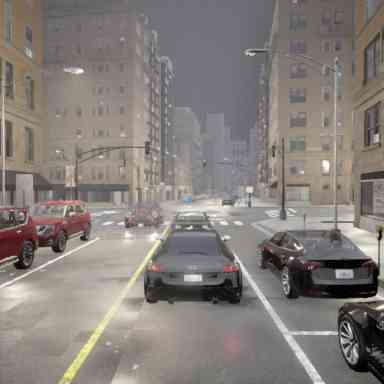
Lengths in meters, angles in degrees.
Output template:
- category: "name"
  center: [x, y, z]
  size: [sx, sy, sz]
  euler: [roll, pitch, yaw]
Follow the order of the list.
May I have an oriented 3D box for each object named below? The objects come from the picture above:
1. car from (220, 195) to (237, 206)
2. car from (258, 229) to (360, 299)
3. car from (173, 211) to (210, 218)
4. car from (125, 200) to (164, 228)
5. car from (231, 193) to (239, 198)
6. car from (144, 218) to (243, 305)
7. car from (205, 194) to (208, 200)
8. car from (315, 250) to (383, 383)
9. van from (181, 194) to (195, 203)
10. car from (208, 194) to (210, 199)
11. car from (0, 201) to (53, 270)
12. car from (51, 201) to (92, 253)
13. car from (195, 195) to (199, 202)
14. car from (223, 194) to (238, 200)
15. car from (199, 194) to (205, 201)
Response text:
- category: "car"
  center: [5.663, 1.509, 52.622]
  size: [1.947, 1.339, 4.313]
  euler: [0, 0, 9]
- category: "car"
  center: [2.841, 1.563, 8.282]
  size: [1.947, 1.339, 4.313]
  euler: [-1, 0, 0]
- category: "car"
  center: [-0.023, 1.594, 16.979]
  size: [1.895, 1.301, 4.718]
  euler: [0, 0, 0]
- category: "car"
  center: [-3.034, 1.364, 21.932]
  size: [2.097, 1.767, 4.553]
  euler: [0, 0, 0]
- category: "car"
  center: [10.706, 1.196, 85.214]
  size: [2.192, 1.841, 5.009]
  euler: [0, 0, 9]
- category: "car"
  center: [0.038, 1.561, 8.165]
  size: [1.994, 1.385, 4.181]
  euler: [0, 0, 0]
- category: "car"
  center: [2.283, 1.449, 86.518]
  size: [1.802, 1.307, 4.206]
  euler: [0, 0, 9]
- category: "car"
  center: [2.851, 1.565, 2.775]
  size: [1.947, 1.339, 4.313]
  euler: [-1, 0, 0]
- category: "van"
  center: [-1.082, 1.245, 64.789]
  size: [1.690, 1.788, 3.998]
  euler: [0, 0, 9]
- category: "car"
  center: [3.123, 1.303, 91.951]
  size: [1.967, 1.590, 4.097]
  euler: [0, 0, 9]
- category: "car"
  center: [-5.687, 1.313, 8.260]
  size: [2.192, 1.841, 5.009]
  euler: [-1, 0, 0]
- category: "car"
  center: [-5.696, 1.310, 13.768]
  size: [2.192, 1.841, 5.009]
  euler: [-1, 0, 0]
- category: "car"
  center: [-0.240, 1.332, 70.222]
  size: [1.967, 1.590, 4.097]
  euler: [0, 0, 9]
- category: "car"
  center: [7.345, 1.483, 63.486]
  size: [1.947, 1.339, 4.313]
  euler: [0, 0, 9]
- category: "car"
  center: [1.416, 1.399, 80.918]
  size: [1.752, 1.417, 4.829]
  euler: [0, 0, 9]
